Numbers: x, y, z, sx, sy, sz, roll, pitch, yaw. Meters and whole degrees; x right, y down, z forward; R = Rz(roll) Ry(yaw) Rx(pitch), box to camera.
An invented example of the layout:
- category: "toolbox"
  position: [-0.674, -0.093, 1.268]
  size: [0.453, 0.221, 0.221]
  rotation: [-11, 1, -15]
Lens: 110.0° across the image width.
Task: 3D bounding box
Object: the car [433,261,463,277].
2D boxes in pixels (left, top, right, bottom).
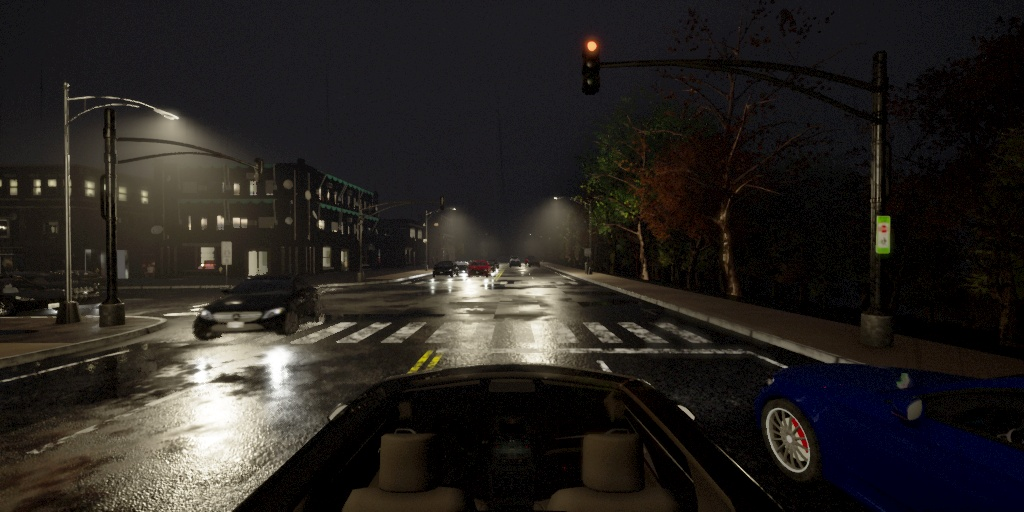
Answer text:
- category: "car"
  position: [-6.340, 1.217, 34.782]
  size: [1.882, 1.535, 5.008]
  rotation: [0, 0, 1]

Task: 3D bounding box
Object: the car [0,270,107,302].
- category: "car"
  position: [-22.164, 1.505, 16.589]
  size: [4.892, 1.490, 1.837]
  rotation: [-1, 1, 1]

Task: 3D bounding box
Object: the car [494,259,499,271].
- category: "car"
  position: [-3.006, 1.261, 44.686]
  size: [1.812, 1.442, 4.674]
  rotation: [0, 0, 1]

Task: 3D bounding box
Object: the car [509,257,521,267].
- category: "car"
  position: [0.577, 1.291, 63.330]
  size: [1.994, 1.385, 4.181]
  rotation: [0, 0, 0]

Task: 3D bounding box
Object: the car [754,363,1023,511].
- category: "car"
  position: [3.355, 1.276, 1.682]
  size: [1.812, 1.442, 4.674]
  rotation: [0, 0, 1]

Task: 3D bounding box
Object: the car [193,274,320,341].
- category: "car"
  position: [-6.835, 1.275, 10.215]
  size: [1.812, 1.442, 4.674]
  rotation: [1, 0, -17]

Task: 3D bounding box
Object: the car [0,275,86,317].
- category: "car"
  position: [-19.857, 1.565, 13.863]
  size: [4.313, 1.339, 1.948]
  rotation: [0, 0, 1]

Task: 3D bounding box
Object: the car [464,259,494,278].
- category: "car"
  position: [-3.083, 1.217, 34.625]
  size: [1.882, 1.535, 5.008]
  rotation: [0, 0, 1]

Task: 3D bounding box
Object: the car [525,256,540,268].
- category: "car"
  position: [3.821, 1.205, 62.777]
  size: [1.882, 1.535, 5.008]
  rotation: [0, 0, 0]
